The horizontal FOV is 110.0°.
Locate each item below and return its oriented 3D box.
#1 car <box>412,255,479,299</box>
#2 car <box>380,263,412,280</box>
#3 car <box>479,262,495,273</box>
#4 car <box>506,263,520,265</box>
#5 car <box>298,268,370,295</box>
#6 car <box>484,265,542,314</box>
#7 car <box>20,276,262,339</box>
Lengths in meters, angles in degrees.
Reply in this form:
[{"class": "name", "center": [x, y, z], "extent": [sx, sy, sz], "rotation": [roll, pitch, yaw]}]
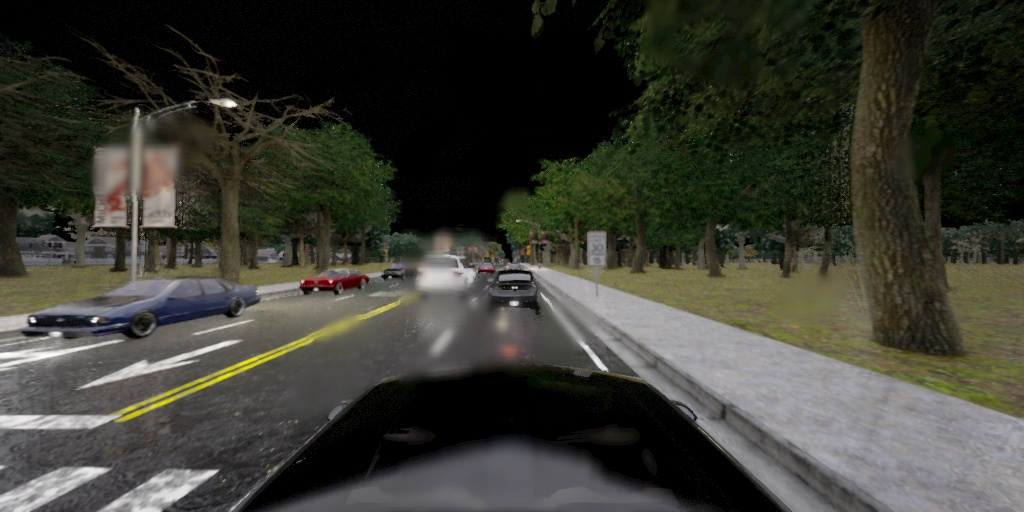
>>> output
[{"class": "car", "center": [-3.146, 0.996, 18.322], "extent": [2.150, 2.045, 5.566], "rotation": [0, 0, 0]}, {"class": "car", "center": [-9.815, 1.356, 31.806], "extent": [2.033, 1.411, 5.357], "rotation": [0, 0, 2]}, {"class": "car", "center": [-3.139, 1.438, 45.426], "extent": [1.994, 1.385, 4.181], "rotation": [0, 0, 0]}, {"class": "car", "center": [0.105, 1.378, 37.187], "extent": [2.033, 1.411, 5.357], "rotation": [0, 0, 0]}, {"class": "car", "center": [-9.837, 1.379, 20.218], "extent": [1.895, 1.301, 4.718], "rotation": [0, 0, 0]}, {"class": "car", "center": [0.103, 1.271, 13.898], "extent": [1.837, 1.490, 4.892], "rotation": [0, 0, 0]}, {"class": "car", "center": [-9.845, 1.308, 10.408], "extent": [2.033, 1.411, 5.357], "rotation": [0, 0, 0]}]
